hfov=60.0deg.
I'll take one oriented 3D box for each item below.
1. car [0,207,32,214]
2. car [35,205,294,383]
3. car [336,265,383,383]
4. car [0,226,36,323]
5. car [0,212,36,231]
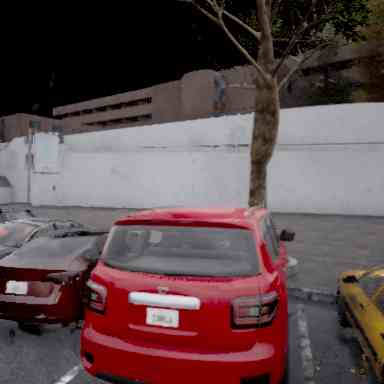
[{"bbox_3d":[-6.879,1.365,10.735,2.185,1.767,4.553,0,-1,15],"label":"car"},{"bbox_3d":[0.450,1.234,5.515,2.435,2.045,5.566,0,-1,15],"label":"car"},{"bbox_3d":[2.936,1.484,3.920,1.946,1.575,5.366,0,-1,15],"label":"car"},{"bbox_3d":[-1.999,1.514,7.254,2.163,1.488,4.792,0,-1,15],"label":"car"},{"bbox_3d":[-4.441,1.488,8.969,2.231,1.521,4.892,0,-1,15],"label":"car"}]
